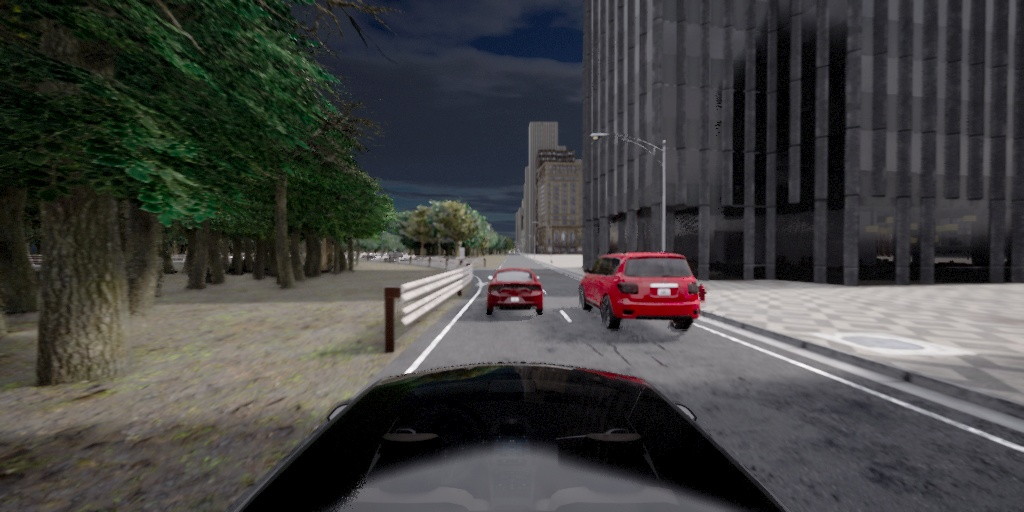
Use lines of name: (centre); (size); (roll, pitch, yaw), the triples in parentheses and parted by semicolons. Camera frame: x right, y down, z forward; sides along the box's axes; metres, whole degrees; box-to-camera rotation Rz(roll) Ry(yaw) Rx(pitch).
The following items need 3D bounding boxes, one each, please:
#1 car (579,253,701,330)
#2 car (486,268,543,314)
car: (3.582, 0.932, 11.100); (2.150, 2.045, 5.566); (0, 0, 0)
car: (0.083, 1.180, 13.547); (1.882, 1.535, 5.008); (0, 0, 0)
